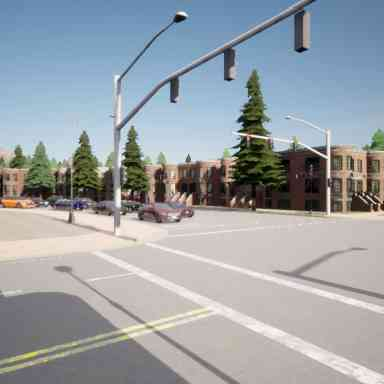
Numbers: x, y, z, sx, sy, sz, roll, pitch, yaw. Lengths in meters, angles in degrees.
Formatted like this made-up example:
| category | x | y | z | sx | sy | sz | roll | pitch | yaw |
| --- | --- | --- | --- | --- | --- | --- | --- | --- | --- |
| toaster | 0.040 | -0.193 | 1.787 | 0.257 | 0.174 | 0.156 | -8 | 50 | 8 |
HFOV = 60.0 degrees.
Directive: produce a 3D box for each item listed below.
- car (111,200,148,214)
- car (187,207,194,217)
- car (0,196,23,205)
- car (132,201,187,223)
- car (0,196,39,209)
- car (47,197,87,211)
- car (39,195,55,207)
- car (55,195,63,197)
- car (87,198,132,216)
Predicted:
| category | x | y | z | sx | sy | sz | roll | pitch | yaw |
| --- | --- | --- | --- | --- | --- | --- | --- | --- | --- |
| car | -6.977 | 1.601 | 36.992 | 1.895 | 1.301 | 4.718 | 0 | 0 | -41 |
| car | -1.613 | 1.564 | 30.066 | 1.994 | 1.385 | 4.181 | 0 | 0 | -37 |
| car | -32.892 | 1.492 | 58.985 | 4.902 | 1.511 | 2.128 | 0 | 0 | 9 |
| car | -2.598 | 1.526 | 25.546 | 1.812 | 1.442 | 4.674 | 0 | 0 | -35 |
| car | -23.695 | 1.352 | 45.390 | 4.553 | 1.767 | 2.097 | 0 | 0 | 25 |
| car | -14.971 | 1.601 | 39.995 | 4.718 | 1.301 | 1.895 | 0 | 0 | 38 |
| car | -23.286 | 1.492 | 49.070 | 4.902 | 1.511 | 2.128 | 0 | 0 | 23 |
| car | -23.208 | 1.352 | 56.519 | 4.553 | 1.767 | 2.097 | 0 | 0 | 21 |
| car | -8.279 | 1.547 | 33.224 | 2.033 | 1.411 | 5.357 | 0 | 0 | -38 |
